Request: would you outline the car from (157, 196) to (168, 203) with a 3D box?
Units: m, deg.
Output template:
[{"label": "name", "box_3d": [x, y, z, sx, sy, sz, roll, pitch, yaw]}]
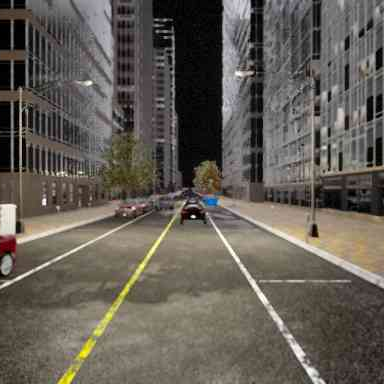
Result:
[{"label": "car", "box_3d": [-5.727, 1.474, 64.359, 1.802, 1.307, 4.206, 0, 0, 0]}]

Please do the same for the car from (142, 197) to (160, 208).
[{"label": "car", "box_3d": [-5.718, 1.486, 47.281, 2.008, 1.369, 4.403, 0, 0, 0]}]

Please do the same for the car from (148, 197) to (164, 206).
[{"label": "car", "box_3d": [-5.721, 1.473, 52.974, 2.008, 1.369, 4.403, 0, 0, 0]}]

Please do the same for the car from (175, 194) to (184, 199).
[{"label": "car", "box_3d": [-3.045, 1.052, 80.160, 1.895, 1.301, 4.718, 0, 0, 0]}]

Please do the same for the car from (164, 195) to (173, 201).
[{"label": "car", "box_3d": [-5.737, 1.419, 81.436, 1.802, 1.307, 4.206, 0, 0, 0]}]

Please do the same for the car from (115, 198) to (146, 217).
[{"label": "car", "box_3d": [-5.709, 1.404, 30.204, 1.967, 1.590, 4.097, 0, 0, 0]}]

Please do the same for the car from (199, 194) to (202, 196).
[{"label": "car", "box_3d": [2.657, 1.459, 58.667, 2.008, 1.369, 4.403, 0, 0, 0]}]

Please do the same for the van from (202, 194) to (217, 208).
[{"label": "van", "box_3d": [2.662, 1.277, 47.282, 1.690, 1.788, 3.998, 0, 0, 0]}]

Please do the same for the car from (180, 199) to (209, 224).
[{"label": "car", "box_3d": [0.083, 1.498, 24.669, 1.812, 1.442, 4.674, 0, 0, 0]}]

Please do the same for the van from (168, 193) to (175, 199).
[{"label": "van", "box_3d": [-5.743, 1.142, 92.820, 1.690, 1.788, 3.998, 0, 0, 0]}]

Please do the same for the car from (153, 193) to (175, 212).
[{"label": "car", "box_3d": [-3.114, 1.302, 38.795, 2.097, 1.767, 4.553, 0, 0, 0]}]

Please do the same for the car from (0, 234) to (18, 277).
[{"label": "car", "box_3d": [-5.697, 1.538, 7.434, 1.887, 1.381, 4.507, 0, 0, 0]}]

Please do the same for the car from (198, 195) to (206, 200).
[{"label": "car", "box_3d": [2.641, 1.402, 87.130, 1.802, 1.307, 4.206, 0, 0, 0]}]

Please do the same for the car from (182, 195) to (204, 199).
[{"label": "car", "box_3d": [0.075, 1.491, 42.863, 2.033, 1.411, 5.357, 0, 0, 0]}]

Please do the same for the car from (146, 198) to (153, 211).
[{"label": "car", "box_3d": [-5.712, 1.395, 35.896, 1.967, 1.590, 4.097, 0, 0, 0]}]
